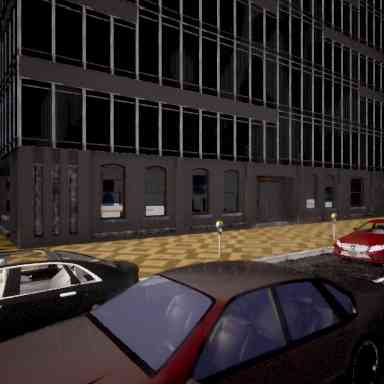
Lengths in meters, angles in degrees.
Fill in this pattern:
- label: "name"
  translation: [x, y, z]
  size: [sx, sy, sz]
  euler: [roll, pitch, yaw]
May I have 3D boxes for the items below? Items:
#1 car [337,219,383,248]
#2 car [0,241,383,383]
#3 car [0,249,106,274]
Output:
- label: "car"
  translation: [6.510, 1.582, 11.157]
  size: [4.206, 1.307, 1.802]
  euler: [0, 0, -35]
- label: "car"
  translation: [0.299, 1.547, 3.582]
  size: [5.357, 1.411, 2.033]
  euler: [0, 0, -35]
- label: "car"
  translation: [-2.780, 1.551, 4.577]
  size: [4.403, 1.369, 2.008]
  euler: [0, 0, -35]
